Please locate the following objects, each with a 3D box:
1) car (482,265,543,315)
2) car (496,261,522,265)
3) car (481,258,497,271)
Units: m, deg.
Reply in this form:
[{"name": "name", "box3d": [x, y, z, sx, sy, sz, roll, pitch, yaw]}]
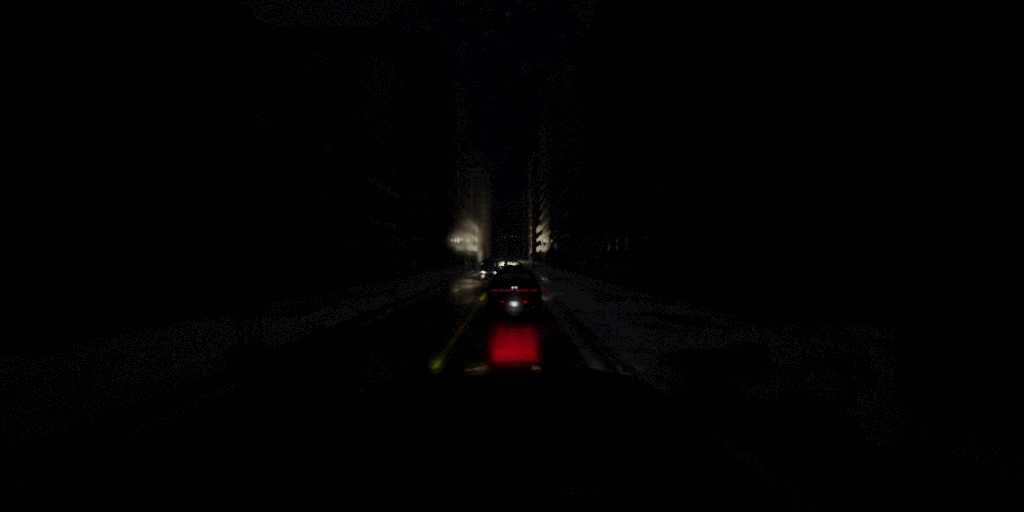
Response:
[{"name": "car", "box3d": [0.086, 1.224, 13.326, 1.837, 1.490, 4.892, 0, 0, 0]}, {"name": "car", "box3d": [0.091, 1.174, 29.156, 2.128, 1.511, 4.902, 0, 0, 0]}, {"name": "car", "box3d": [-2.824, 0.998, 45.869, 2.097, 1.767, 4.553, 0, 0, 0]}]
